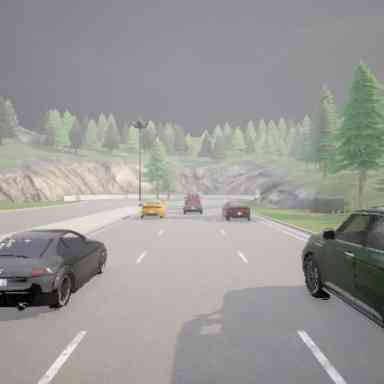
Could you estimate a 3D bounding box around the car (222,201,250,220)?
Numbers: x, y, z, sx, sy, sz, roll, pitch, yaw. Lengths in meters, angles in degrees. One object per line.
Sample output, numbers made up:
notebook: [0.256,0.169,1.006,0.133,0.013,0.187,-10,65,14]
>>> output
car: [3.604,1.477,27.694,1.882,1.535,5.008,0,0,0]

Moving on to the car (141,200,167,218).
car: [-3.394,1.477,30.273,1.882,1.535,5.008,0,0,0]

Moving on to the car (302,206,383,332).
car: [3.600,1.220,5.290,2.150,2.045,5.566,0,0,0]

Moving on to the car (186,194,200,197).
car: [0.099,1.221,44.622,2.150,2.045,5.566,0,0,0]

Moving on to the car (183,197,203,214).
car: [0.104,1.564,35.204,1.994,1.385,4.181,0,0,0]

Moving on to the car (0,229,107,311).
car: [-3.400,1.564,7.852,1.994,1.385,4.181,0,0,0]
